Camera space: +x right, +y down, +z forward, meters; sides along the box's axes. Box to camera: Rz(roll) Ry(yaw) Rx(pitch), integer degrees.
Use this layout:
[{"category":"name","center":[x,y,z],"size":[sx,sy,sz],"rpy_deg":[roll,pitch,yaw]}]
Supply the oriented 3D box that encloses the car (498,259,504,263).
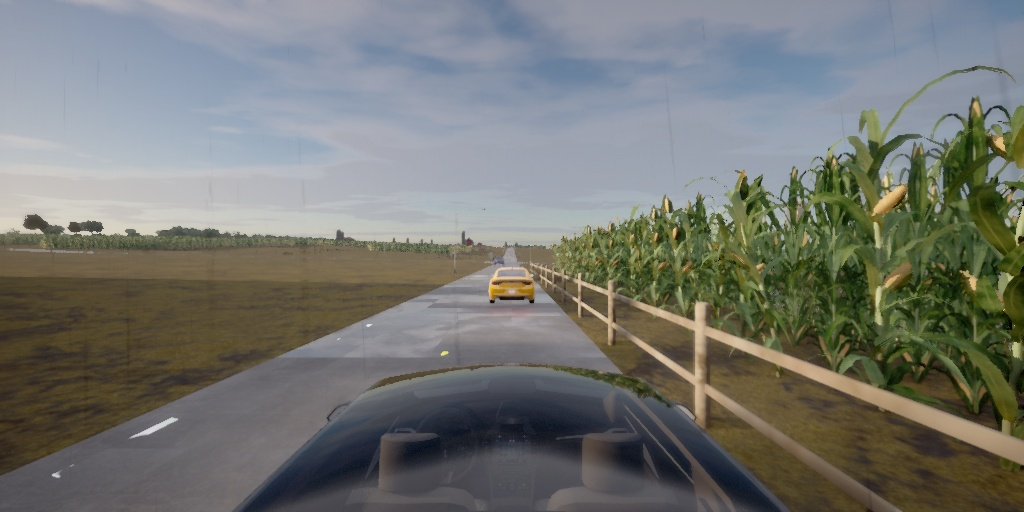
[{"category":"car","center":[0.000,1.311,31.508],"size":[1.882,1.535,5.008],"rpy_deg":[0,0,0]}]

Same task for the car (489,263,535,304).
[{"category":"car","center":[0.000,1.252,16.505],"size":[1.882,1.535,5.008],"rpy_deg":[0,0,0]}]
